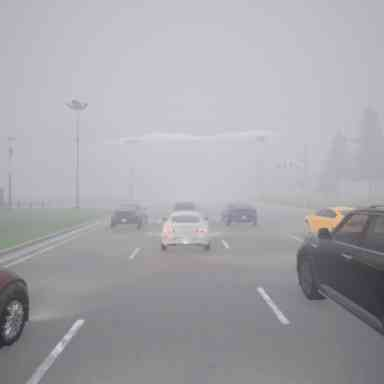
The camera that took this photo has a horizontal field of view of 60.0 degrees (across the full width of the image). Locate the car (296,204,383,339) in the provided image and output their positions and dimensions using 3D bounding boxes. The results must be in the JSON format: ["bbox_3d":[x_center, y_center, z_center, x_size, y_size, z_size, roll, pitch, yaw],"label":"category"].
[{"bbox_3d":[3.427,1.191,5.051,2.150,2.045,5.566,0,0,-1],"label":"car"}]

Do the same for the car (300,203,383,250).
[{"bbox_3d":[6.721,1.393,15.099,1.882,1.535,5.008,0,1,-1],"label":"car"}]

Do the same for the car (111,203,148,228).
[{"bbox_3d":[-3.925,1.435,21.197,1.812,1.442,4.674,0,0,-1],"label":"car"}]

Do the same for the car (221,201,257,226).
[{"bbox_3d":[3.050,1.367,22.337,1.882,1.535,5.008,0,0,-1],"label":"car"}]

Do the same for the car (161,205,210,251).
[{"bbox_3d":[-0.260,1.462,13.706,1.812,1.442,4.674,0,0,-1],"label":"car"}]

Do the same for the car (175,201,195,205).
[{"bbox_3d":[-0.461,1.400,22.784,1.837,1.490,4.892,0,0,-1],"label":"car"}]

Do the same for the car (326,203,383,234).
[{"bbox_3d":[10.112,1.434,19.775,2.033,1.411,5.357,0,0,-1],"label":"car"}]

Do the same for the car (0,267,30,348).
[{"bbox_3d":[-3.591,1.343,3.401,2.097,1.767,4.553,0,0,-1],"label":"car"}]
